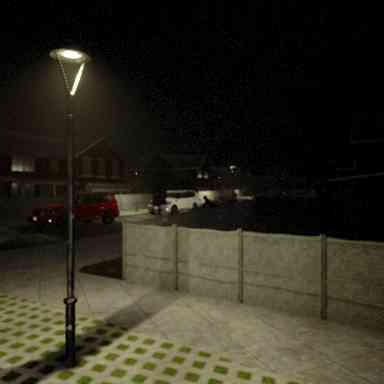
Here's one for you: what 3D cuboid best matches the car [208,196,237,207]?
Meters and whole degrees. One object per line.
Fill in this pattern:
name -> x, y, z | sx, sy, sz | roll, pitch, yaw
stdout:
car -> 3.376, 1.131, 37.081 | 1.895, 1.301, 4.718 | 0, 1, 27

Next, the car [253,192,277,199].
car -> 9.045, 0.959, 41.959 | 1.837, 1.490, 4.892 | 1, 1, 25

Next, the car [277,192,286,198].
car -> 15.452, 0.684, 58.252 | 2.128, 1.511, 4.902 | 0, 1, 19

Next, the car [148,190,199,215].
car -> -1.435, 0.880, 28.504 | 2.150, 2.045, 5.566 | 0, 1, 30

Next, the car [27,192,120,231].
car -> -6.763, 1.006, 19.722 | 2.150, 2.045, 5.566 | 0, 1, 32

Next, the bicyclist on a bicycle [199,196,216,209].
bicyclist on a bicycle -> 0.978, 1.061, 21.053 | 1.656, 1.620, 0.582 | 0, 1, 32
